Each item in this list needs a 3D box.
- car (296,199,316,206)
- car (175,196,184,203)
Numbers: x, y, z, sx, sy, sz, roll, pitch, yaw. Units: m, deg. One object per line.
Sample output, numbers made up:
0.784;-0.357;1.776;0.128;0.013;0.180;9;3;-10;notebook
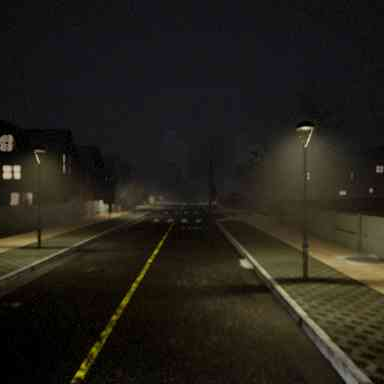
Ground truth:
11.434;1.378;31.922;4.902;1.511;2.128;-2;0;1;car
-2.923;1.735;78.629;2.097;1.767;4.553;0;0;0;car
